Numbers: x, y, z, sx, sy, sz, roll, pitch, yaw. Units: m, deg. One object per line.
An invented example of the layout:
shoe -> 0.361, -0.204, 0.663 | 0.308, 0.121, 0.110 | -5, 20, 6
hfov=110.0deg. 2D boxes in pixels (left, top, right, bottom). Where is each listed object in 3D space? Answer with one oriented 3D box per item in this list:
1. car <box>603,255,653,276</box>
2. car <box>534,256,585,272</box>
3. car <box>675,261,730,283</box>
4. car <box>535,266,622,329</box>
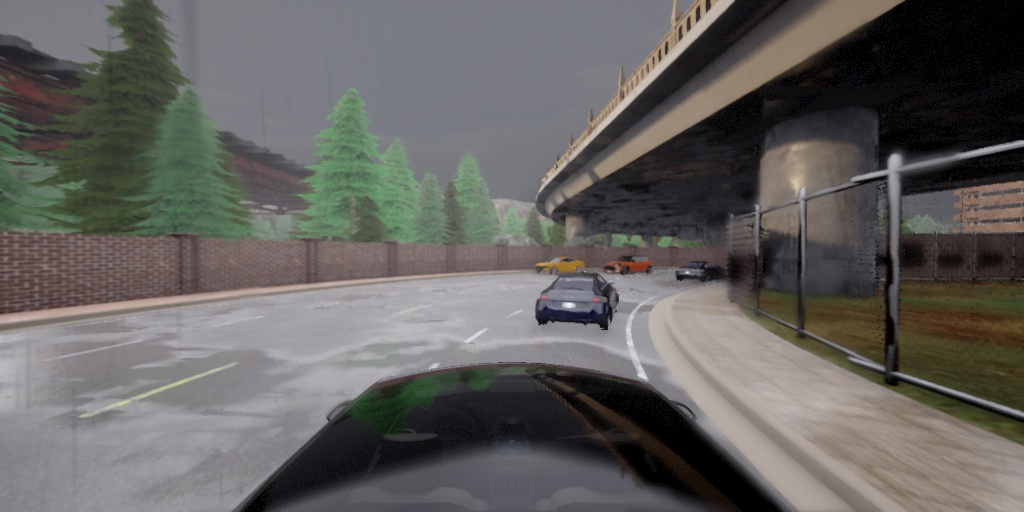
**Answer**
car -> 9.955, 0.704, 30.803 | 4.553, 1.767, 2.097 | 0, 1, -30
car -> 4.123, 0.801, 30.941 | 5.008, 1.535, 1.882 | 0, 1, -38
car -> 13.007, 1.026, 24.353 | 4.181, 1.385, 1.994 | 0, 1, -35
car -> 2.098, 1.183, 10.884 | 1.994, 1.385, 4.181 | 1, 1, 19
